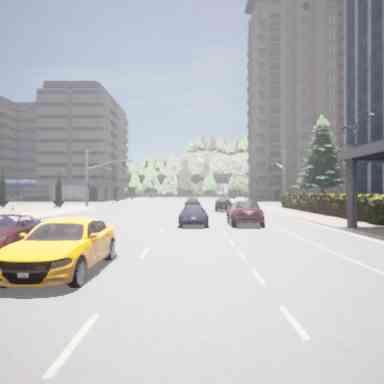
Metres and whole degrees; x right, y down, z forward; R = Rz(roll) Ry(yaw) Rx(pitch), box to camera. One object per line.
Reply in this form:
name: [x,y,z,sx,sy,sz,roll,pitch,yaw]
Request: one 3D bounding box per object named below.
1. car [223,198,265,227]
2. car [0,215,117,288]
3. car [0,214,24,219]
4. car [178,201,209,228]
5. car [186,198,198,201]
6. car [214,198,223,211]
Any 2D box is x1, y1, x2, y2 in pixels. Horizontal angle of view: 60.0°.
car: [3.557,1.335,22.779,2.097,1.767,4.553,0,0,0]
car: [-3.511,1.470,9.430,1.882,1.535,5.008,0,0,0]
car: [-7.002,1.554,12.650,1.994,1.385,4.181,0,0,0]
car: [0.098,1.546,22.297,1.994,1.385,4.181,0,0,0]
car: [0.017,1.475,39.196,1.837,1.490,4.892,0,0,-2]
car: [3.726,1.447,39.619,1.882,1.535,5.008,0,0,4]
